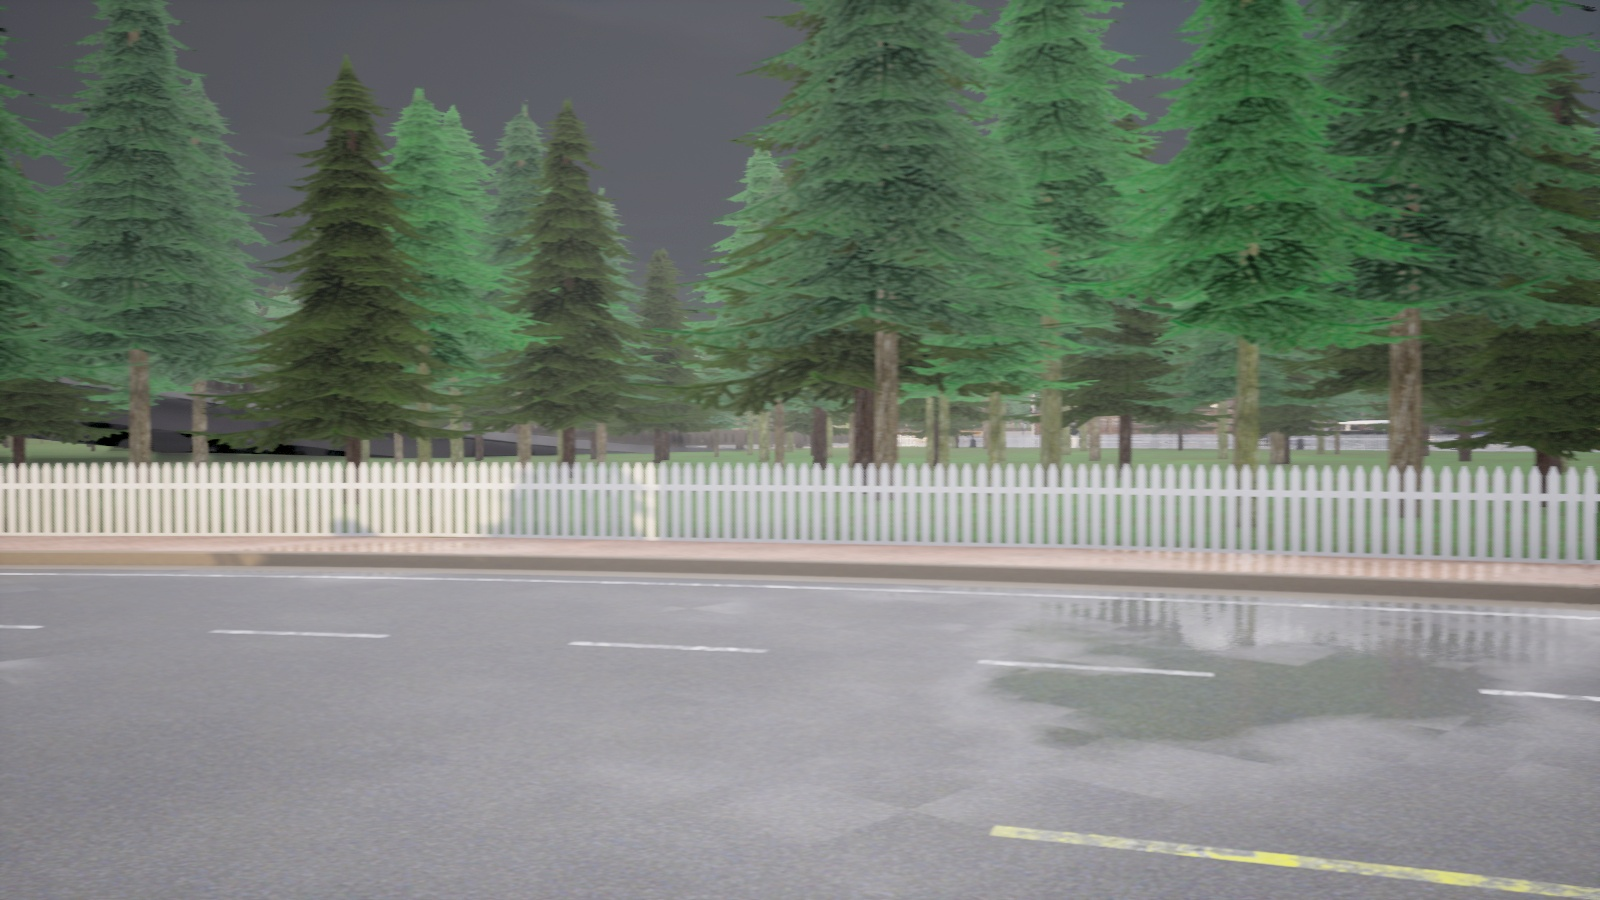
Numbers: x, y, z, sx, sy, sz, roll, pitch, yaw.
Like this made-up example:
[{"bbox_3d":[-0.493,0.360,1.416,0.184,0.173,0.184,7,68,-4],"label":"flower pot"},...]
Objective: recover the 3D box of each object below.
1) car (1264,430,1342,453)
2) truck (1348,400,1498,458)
[{"bbox_3d":[36.642,-0.626,91.593,4.856,1.649,2.033,1,1,44],"label":"car"},{"bbox_3d":[39.263,-1.319,79.314,7.936,3.462,2.891,1,1,44],"label":"truck"}]
